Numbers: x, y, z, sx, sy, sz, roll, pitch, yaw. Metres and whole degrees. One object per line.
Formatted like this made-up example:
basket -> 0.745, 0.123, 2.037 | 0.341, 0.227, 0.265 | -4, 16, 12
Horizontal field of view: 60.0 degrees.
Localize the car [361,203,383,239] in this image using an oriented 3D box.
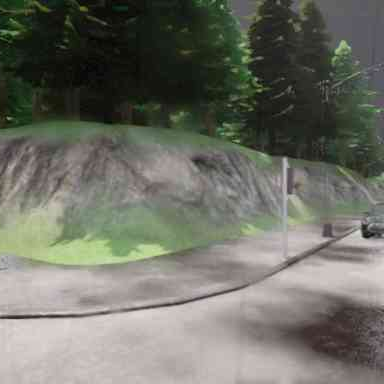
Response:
car -> 9.853, 1.350, 16.539 | 2.097, 1.767, 4.553 | 0, 0, 36
